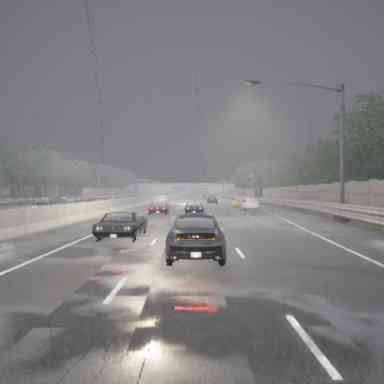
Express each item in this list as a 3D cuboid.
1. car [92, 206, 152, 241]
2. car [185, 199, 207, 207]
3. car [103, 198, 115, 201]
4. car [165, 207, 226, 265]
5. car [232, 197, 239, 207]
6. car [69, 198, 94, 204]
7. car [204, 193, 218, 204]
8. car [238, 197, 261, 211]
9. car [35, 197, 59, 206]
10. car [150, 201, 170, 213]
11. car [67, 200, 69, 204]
[{"bbox_3d":[-3.367,1.601,16.506,1.895,1.301,4.718,0,0,0],"label":"car"},{"bbox_3d":[0.230,1.617,34.193,1.895,1.301,4.718,0,0,0],"label":"car"},{"bbox_3d":[-13.728,1.660,54.702,1.895,1.301,4.718,0,0,1],"label":"car"},{"bbox_3d":[0.119,1.504,11.712,1.837,1.490,4.892,0,0,0],"label":"car"},{"bbox_3d":[7.278,1.529,50.792,1.882,1.535,5.008,0,0,1],"label":"car"},{"bbox_3d":[-17.246,1.601,53.070,2.033,1.411,5.357,0,0,1],"label":"car"},{"bbox_3d":[3.971,1.447,66.623,2.097,1.767,4.553,0,0,1],"label":"car"},{"bbox_3d":[7.079,1.553,40.297,1.812,1.442,4.674,0,0,2],"label":"car"},{"bbox_3d":[-24.194,1.608,55.808,2.033,1.411,5.357,0,0,1],"label":"car"},{"bbox_3d":[-3.271,1.616,34.140,1.895,1.301,4.718,0,0,0],"label":"car"},{"bbox_3d":[-20.638,1.673,59.655,1.895,1.301,4.718,0,0,1],"label":"car"}]
